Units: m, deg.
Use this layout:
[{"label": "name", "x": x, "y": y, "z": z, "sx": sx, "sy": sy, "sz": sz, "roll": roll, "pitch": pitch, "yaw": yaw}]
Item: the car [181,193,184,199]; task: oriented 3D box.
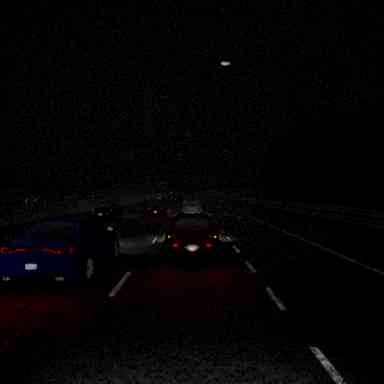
[{"label": "car", "x": -3.467, "y": 1.266, "z": 72.740, "sx": 2.150, "sy": 2.045, "sz": 5.566, "roll": 0, "pitch": 0, "yaw": 0}]

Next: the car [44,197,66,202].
[{"label": "car", "x": -24.475, "y": 1.605, "z": 61.047, "sx": 2.033, "sy": 1.411, "sz": 5.357, "roll": 0, "pitch": 0, "yaw": 0}]

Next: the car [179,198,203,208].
[{"label": "car", "x": 0.012, "y": 1.537, "z": 28.581, "sx": 1.812, "sy": 1.442, "sz": 4.674, "roll": 0, "pitch": 0, "yaw": 0}]

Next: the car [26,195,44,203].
[{"label": "car", "x": -27.977, "y": 1.400, "z": 59.864, "sx": 2.097, "sy": 1.767, "sz": 4.553, "roll": 0, "pitch": 0, "yaw": 0}]

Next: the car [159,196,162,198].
[{"label": "car", "x": -6.967, "y": 1.566, "z": 72.701, "sx": 2.128, "sy": 1.511, "sz": 4.902, "roll": 0, "pitch": 0, "yaw": 0}]

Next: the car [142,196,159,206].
[{"label": "car", "x": -6.976, "y": 1.571, "z": 53.771, "sx": 1.812, "sy": 1.442, "sz": 4.674, "roll": 0, "pitch": 0, "yaw": 0}]

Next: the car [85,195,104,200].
[{"label": "car", "x": -17.482, "y": 1.406, "z": 61.477, "sx": 2.097, "sy": 1.767, "sz": 4.553, "roll": 0, "pitch": 0, "yaw": 0}]

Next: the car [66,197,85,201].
[{"label": "car", "x": -20.978, "y": 1.614, "z": 61.361, "sx": 1.994, "sy": 1.385, "sz": 4.181, "roll": 0, "pitch": 0, "yaw": 0}]

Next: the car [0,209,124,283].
[{"label": "car", "x": -3.496, "y": 1.471, "z": 9.706, "sx": 1.882, "sy": 1.535, "sz": 5.008, "roll": 0, "pitch": 0, "yaw": 0}]

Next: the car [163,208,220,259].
[{"label": "car", "x": 0.005, "y": 1.519, "z": 12.388, "sx": 1.812, "sy": 1.442, "sz": 4.674, "roll": 0, "pitch": 0, "yaw": 0}]

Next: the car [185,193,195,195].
[{"label": "car", "x": 0.033, "y": 1.565, "z": 72.686, "sx": 2.128, "sy": 1.511, "sz": 4.902, "roll": 0, "pitch": 0, "yaw": 0}]

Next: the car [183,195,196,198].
[{"label": "car", "x": 0.020, "y": 1.588, "z": 47.469, "sx": 2.033, "sy": 1.411, "sz": 5.357, "roll": 0, "pitch": 0, "yaw": 0}]

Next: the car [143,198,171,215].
[{"label": "car", "x": -3.484, "y": 1.623, "z": 33.991, "sx": 1.895, "sy": 1.301, "sz": 4.718, "roll": 0, "pitch": 0, "yaw": 0}]

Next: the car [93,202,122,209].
[{"label": "car", "x": -6.987, "y": 1.536, "z": 27.684, "sx": 1.812, "sy": 1.442, "sz": 4.674, "roll": 0, "pitch": 0, "yaw": 0}]

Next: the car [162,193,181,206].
[{"label": "car", "x": -3.474, "y": 1.398, "z": 57.306, "sx": 2.097, "sy": 1.767, "sz": 4.553, "roll": 0, "pitch": 0, "yaw": 0}]

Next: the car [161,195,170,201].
[{"label": "car", "x": -6.960, "y": 1.575, "z": 88.786, "sx": 1.994, "sy": 1.385, "sz": 4.181, "roll": 0, "pitch": 0, "yaw": 0}]
